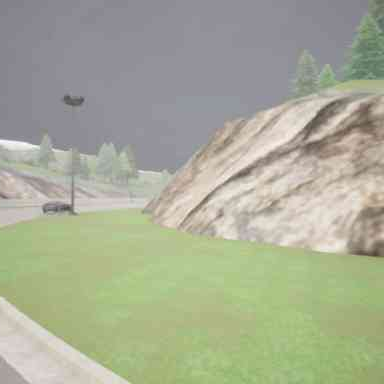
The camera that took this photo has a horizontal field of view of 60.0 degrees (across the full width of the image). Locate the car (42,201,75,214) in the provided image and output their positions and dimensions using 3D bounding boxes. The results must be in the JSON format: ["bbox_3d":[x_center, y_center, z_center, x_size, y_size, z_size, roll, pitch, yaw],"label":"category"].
[{"bbox_3d":[-15.836,1.763,39.686,2.128,1.511,4.902,0,-1,10],"label":"car"}]
